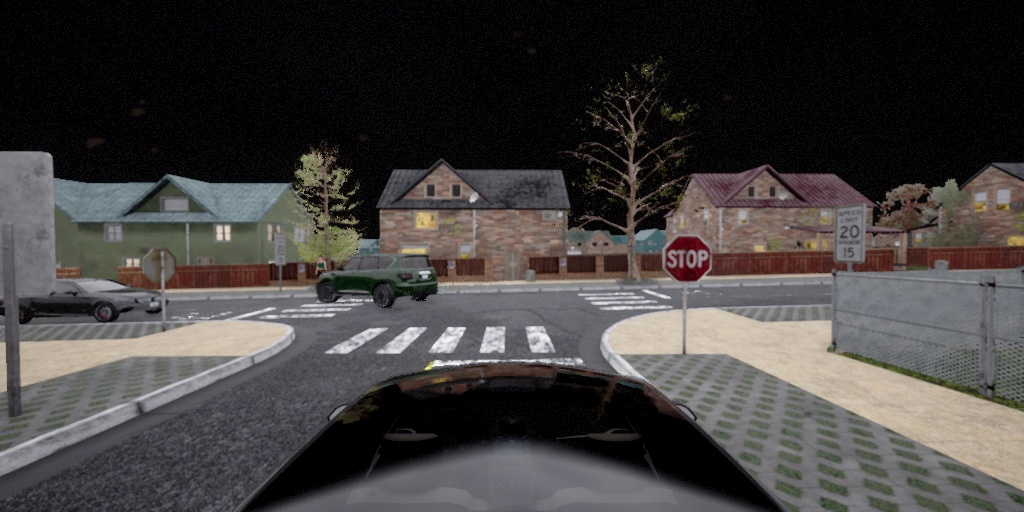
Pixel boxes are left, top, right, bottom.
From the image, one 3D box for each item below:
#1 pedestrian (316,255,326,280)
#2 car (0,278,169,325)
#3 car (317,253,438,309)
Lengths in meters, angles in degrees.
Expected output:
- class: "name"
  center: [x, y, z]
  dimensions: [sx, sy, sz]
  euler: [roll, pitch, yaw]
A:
- class: "pedestrian"
  center: [-9.864, 0.857, 18.525]
  dimensions: [0.375, 1.860, 0.375]
  euler: [0, 3, -1]
- class: "car"
  center: [-14.950, 1.500, 12.604]
  dimensions: [4.674, 1.442, 1.812]
  euler: [-1, 1, -1]
- class: "car"
  center: [-5.705, 0.923, 15.046]
  dimensions: [5.566, 2.045, 2.150]
  euler: [-1, 0, 28]
